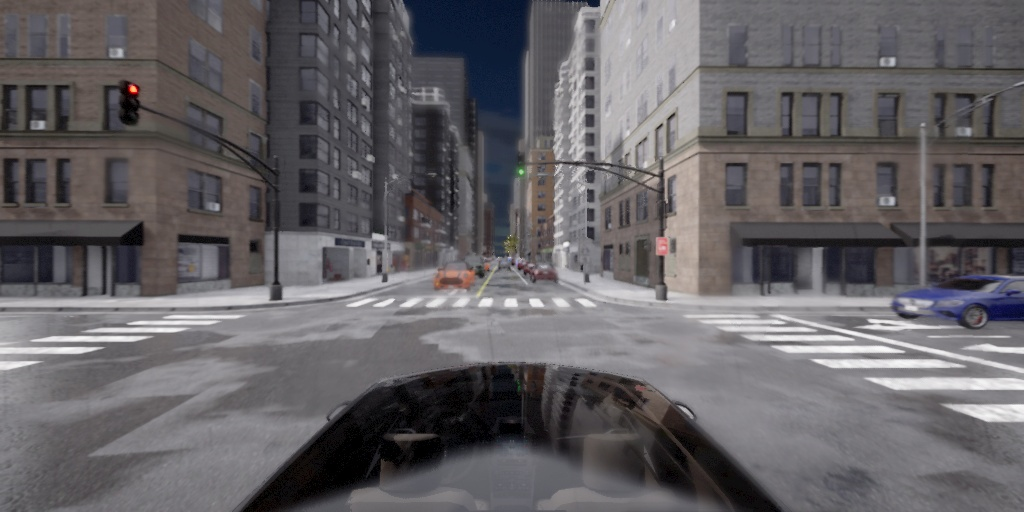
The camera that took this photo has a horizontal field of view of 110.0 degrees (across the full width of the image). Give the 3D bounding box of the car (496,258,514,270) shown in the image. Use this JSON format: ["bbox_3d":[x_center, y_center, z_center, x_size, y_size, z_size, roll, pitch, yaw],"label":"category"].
[{"bbox_3d":[-1.122,1.354,52.165,2.033,1.411,5.357,0,0,-2],"label":"car"}]

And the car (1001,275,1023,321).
[{"bbox_3d":[14.128,1.265,7.470,4.902,1.511,2.128,0,0,-1],"label":"car"}]

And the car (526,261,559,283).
[{"bbox_3d":[2.410,1.223,27.739,1.967,1.591,4.097,0,0,-2],"label":"car"}]

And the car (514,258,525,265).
[{"bbox_3d":[1.630,1.368,55.997,1.888,1.381,4.507,0,0,-2],"label":"car"}]

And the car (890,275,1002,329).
[{"bbox_3d":[14.242,1.302,10.719,4.674,1.442,1.812,0,0,-1],"label":"car"}]

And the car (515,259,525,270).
[{"bbox_3d":[1.787,1.389,50.345,1.802,1.307,4.207,0,0,-2],"label":"car"}]

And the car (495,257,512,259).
[{"bbox_3d":[-1.407,1.193,62.551,2.097,1.767,4.553,0,0,-2],"label":"car"}]

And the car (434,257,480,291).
[{"bbox_3d":[-3.400,1.120,22.088,2.097,1.767,4.553,0,0,-1],"label":"car"}]

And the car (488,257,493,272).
[{"bbox_3d":[-4.052,1.143,47.839,2.097,1.767,4.553,0,0,-1],"label":"car"}]

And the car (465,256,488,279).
[{"bbox_3d":[-3.692,1.001,33.858,2.150,2.045,5.566,0,0,-1],"label":"car"}]

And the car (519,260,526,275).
[{"bbox_3d":[2.098,1.374,39.045,1.802,1.307,4.207,0,0,-2],"label":"car"}]
